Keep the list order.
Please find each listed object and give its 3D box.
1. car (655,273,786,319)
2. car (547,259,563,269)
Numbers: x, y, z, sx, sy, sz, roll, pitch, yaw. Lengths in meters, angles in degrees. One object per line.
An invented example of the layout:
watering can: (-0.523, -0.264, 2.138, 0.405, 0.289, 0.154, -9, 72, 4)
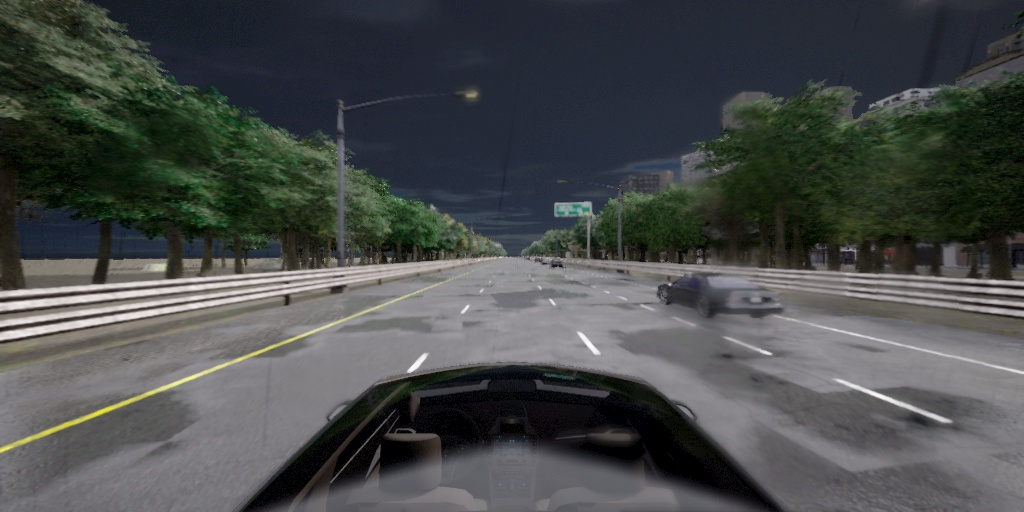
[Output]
car: (7.001, 1.303, 12.795, 2.033, 1.411, 5.357, 0, 0, 0)
car: (7.145, 1.247, 57.817, 1.837, 1.490, 4.892, 0, 0, 0)
